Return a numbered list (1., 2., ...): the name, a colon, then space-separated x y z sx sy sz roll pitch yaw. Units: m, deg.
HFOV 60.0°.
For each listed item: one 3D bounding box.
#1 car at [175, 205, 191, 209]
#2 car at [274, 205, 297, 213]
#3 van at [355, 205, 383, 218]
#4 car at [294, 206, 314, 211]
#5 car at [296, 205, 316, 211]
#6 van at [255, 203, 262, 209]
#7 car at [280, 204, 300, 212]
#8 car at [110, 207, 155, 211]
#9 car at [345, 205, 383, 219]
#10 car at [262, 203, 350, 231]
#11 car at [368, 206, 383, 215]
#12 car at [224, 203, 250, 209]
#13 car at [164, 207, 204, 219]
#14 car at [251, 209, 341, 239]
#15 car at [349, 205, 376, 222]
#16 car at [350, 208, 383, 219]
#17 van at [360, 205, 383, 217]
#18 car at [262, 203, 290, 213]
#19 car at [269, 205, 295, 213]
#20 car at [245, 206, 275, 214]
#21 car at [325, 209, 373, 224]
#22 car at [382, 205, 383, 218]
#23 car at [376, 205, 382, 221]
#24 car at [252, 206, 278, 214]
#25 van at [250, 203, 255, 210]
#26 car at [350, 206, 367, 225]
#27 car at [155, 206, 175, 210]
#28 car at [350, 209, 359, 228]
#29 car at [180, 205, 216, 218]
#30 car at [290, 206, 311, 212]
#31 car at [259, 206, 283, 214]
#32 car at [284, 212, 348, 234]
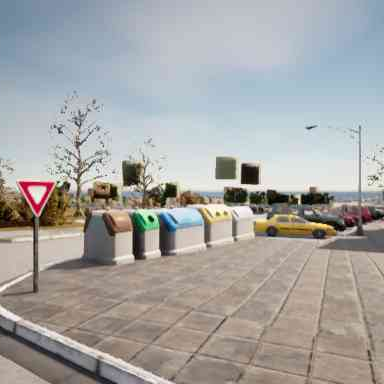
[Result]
1. car: -3.167 2.550 40.412 5.366 1.575 1.946 0 -2 15
2. car: 21.164 3.848 75.305 4.892 1.521 2.231 0 -2 14
3. van: 30.531 3.311 56.993 4.442 1.987 1.878 1 -1 15
4. car: 29.371 4.330 87.657 4.792 1.488 2.163 0 -2 13
5. car: 30.937 4.391 90.151 5.008 1.535 2.097 0 -2 13
6. van: 9.462 2.987 58.153 4.442 1.987 1.878 0 -2 15
7. car: 22.852 3.813 77.761 4.553 1.767 2.185 0 -2 14
8. car: -6.859 2.346 34.800 4.892 1.521 2.231 0 -2 15
9. car: 27.250 3.107 52.025 5.566 2.045 2.435 1 -1 15
10. car: 8.358 2.093 24.860 5.566 2.045 2.435 1 -1 15
11. car: 40.810 3.959 71.918 4.553 1.767 2.185 1 -1 13
12. car: 5.935 2.780 53.291 5.566 2.045 2.435 0 -2 15
13. car: -1.025 2.686 43.153 4.792 1.488 2.163 0 -2 15
14. car: 6.772 2.238 22.332 5.366 1.575 1.946 2 -2 15
15. car: 16.924 2.559 37.215 5.566 2.045 2.435 1 -1 15
16. car: 28.929 3.449 54.491 5.008 1.535 2.097 1 -1 15
17. van: 33.952 3.493 61.950 4.442 1.987 1.878 1 -1 14
18. car: 17.778 3.415 70.419 5.566 2.045 2.435 0 -2 15
19. car: 19.667 3.754 72.815 5.366 1.575 1.946 0 -2 14
20. car: 12.913 3.391 63.021 5.366 1.575 1.946 0 -2 15
21. car: 18.630 2.931 39.682 4.792 1.488 2.163 1 -1 15
22. car: 23.830 2.925 47.089 5.566 2.045 2.435 1 -1 15
23. car: 20.350 2.741 42.154 5.566 2.045 2.435 1 -1 15
24. car: 14.394 3.514 65.516 4.792 1.488 2.163 0 -2 15
25. van: 7.771 2.896 55.704 4.442 1.987 1.878 0 -2 15
26. car: 15.203 2.594 34.758 4.553 1.767 2.185 1 -1 15
27. car: -4.915 2.451 37.581 4.892 1.521 2.231 0 -2 15
28. car: 11.785 2.538 29.803 5.008 1.535 2.097 1 -1 15
29. car: 0.851 2.634 45.956 4.553 1.767 2.185 0 -2 15
30. car: 27.697 4.240 85.176 4.792 1.488 2.163 0 -2 13
31. car: 16.144 3.605 67.956 4.792 1.488 2.163 0 -2 15
32. car: 10.049 2.483 27.326 4.674 1.452 2.002 1 -1 15
